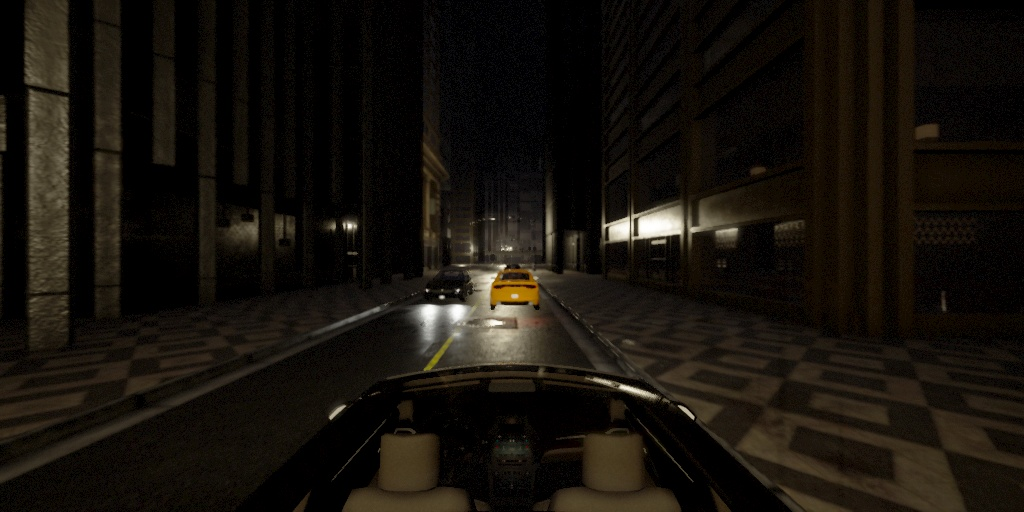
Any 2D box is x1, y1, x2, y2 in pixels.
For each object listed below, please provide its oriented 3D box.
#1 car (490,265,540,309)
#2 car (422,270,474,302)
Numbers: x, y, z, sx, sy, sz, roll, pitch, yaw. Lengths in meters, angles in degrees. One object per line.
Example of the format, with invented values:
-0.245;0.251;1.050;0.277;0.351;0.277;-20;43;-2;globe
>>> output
0.106;1.308;15.410;1.882;1.535;5.008;0;0;0;car
-2.994;1.394;18.001;2.033;1.411;5.357;0;0;0;car
